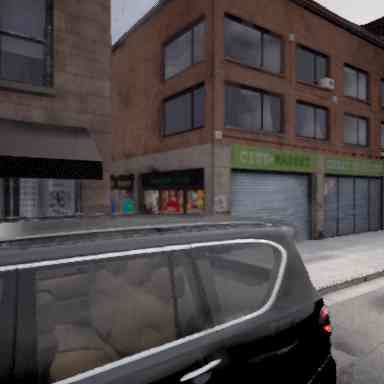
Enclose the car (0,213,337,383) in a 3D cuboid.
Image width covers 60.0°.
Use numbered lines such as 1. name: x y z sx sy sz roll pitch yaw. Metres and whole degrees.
1. car: -1.377 1.223 2.087 5.566 2.045 2.150 0 0 -35
